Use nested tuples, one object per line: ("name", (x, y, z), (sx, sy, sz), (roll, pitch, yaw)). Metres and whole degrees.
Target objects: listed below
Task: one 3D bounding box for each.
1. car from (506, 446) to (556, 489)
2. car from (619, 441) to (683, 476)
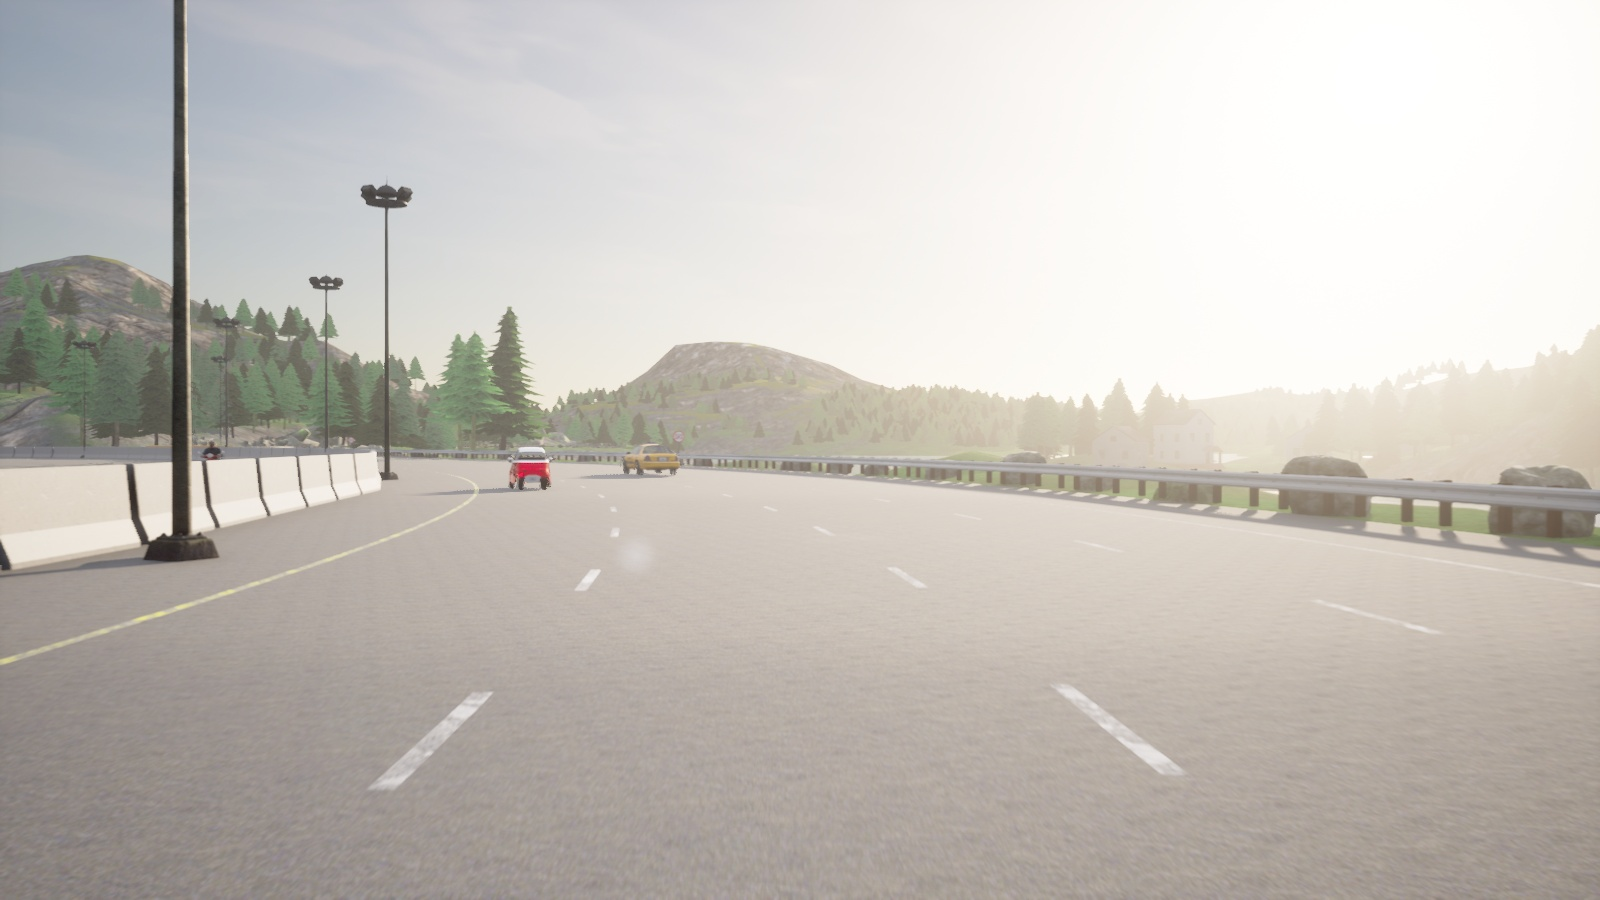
("car", (-8.930, 0.560, 41.605), (1.481, 1.376, 2.207), (0, 1, -15))
("car", (-7.062, 0.348, 59.000), (1.801, 1.575, 5.366), (0, 0, -20))
